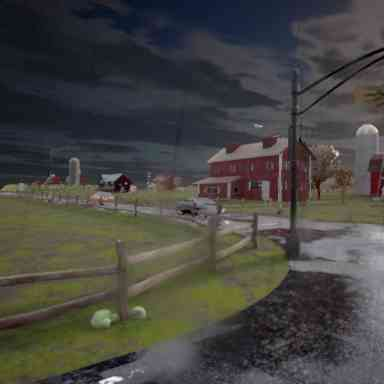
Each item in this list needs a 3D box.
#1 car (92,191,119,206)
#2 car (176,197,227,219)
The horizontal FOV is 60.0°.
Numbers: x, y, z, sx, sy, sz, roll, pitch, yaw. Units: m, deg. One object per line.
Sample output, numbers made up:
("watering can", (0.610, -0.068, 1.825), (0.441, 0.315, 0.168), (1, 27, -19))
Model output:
("car", (-10.769, 0.776, 41.343), (2.097, 1.767, 4.553), (1, 0, -35))
("car", (0.640, 1.174, 25.230), (2.128, 1.511, 4.902), (1, 0, -35))
